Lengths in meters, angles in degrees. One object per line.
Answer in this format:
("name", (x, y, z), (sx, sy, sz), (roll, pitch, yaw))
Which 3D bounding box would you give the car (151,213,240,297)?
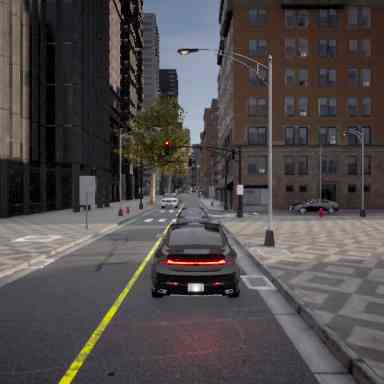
("car", (0.082, 1.505, 8.527), (1.837, 1.490, 4.892), (0, 0, 0))

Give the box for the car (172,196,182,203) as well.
("car", (-3.027, 1.566, 68.275), (1.994, 1.385, 4.181), (0, 0, 0))

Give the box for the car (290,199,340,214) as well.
("car", (12.610, 1.471, 34.241), (4.902, 1.511, 2.128), (0, 0, 0))

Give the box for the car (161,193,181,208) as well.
("car", (-3.090, 1.222, 47.037), (2.150, 2.045, 5.566), (0, 0, 0))

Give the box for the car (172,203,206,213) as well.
("car", (0.057, 1.547, 18.263), (2.033, 1.411, 5.357), (0, 0, 0))
